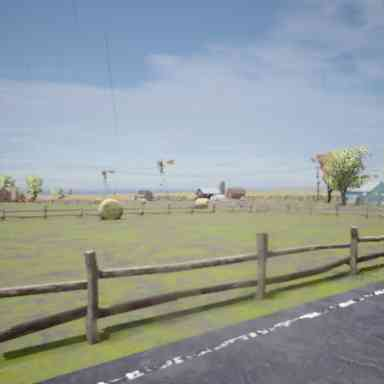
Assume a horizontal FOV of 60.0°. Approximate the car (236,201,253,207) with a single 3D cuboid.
[{"bbox_3d":[14.609,3.303,92.369,2.033,1.411,5.357,0,-1,-36],"label":"car"}]
